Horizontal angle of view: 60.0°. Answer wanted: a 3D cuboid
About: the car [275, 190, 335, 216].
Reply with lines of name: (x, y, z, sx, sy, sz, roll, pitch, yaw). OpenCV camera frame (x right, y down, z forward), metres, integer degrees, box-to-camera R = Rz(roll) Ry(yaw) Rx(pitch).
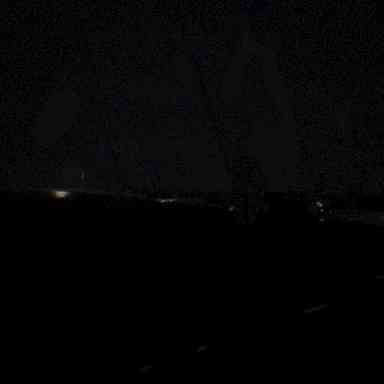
car: (8.883, 0.789, 26.313, 2.097, 1.767, 4.553, -4, 4, -35)

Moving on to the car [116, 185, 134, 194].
car: (-12.432, -0.523, 61.409, 2.128, 1.511, 4.902, -4, 4, -35)

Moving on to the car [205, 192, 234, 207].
car: (3.159, 0.670, 34.417, 1.994, 1.385, 4.181, -4, 4, -35)

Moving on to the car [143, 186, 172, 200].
car: (-4.411, 0.240, 45.159, 1.994, 1.385, 4.181, -4, 4, -35)

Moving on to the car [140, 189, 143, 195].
car: (-6.623, -0.215, 53.278, 1.837, 1.490, 4.892, -4, 4, -34)
